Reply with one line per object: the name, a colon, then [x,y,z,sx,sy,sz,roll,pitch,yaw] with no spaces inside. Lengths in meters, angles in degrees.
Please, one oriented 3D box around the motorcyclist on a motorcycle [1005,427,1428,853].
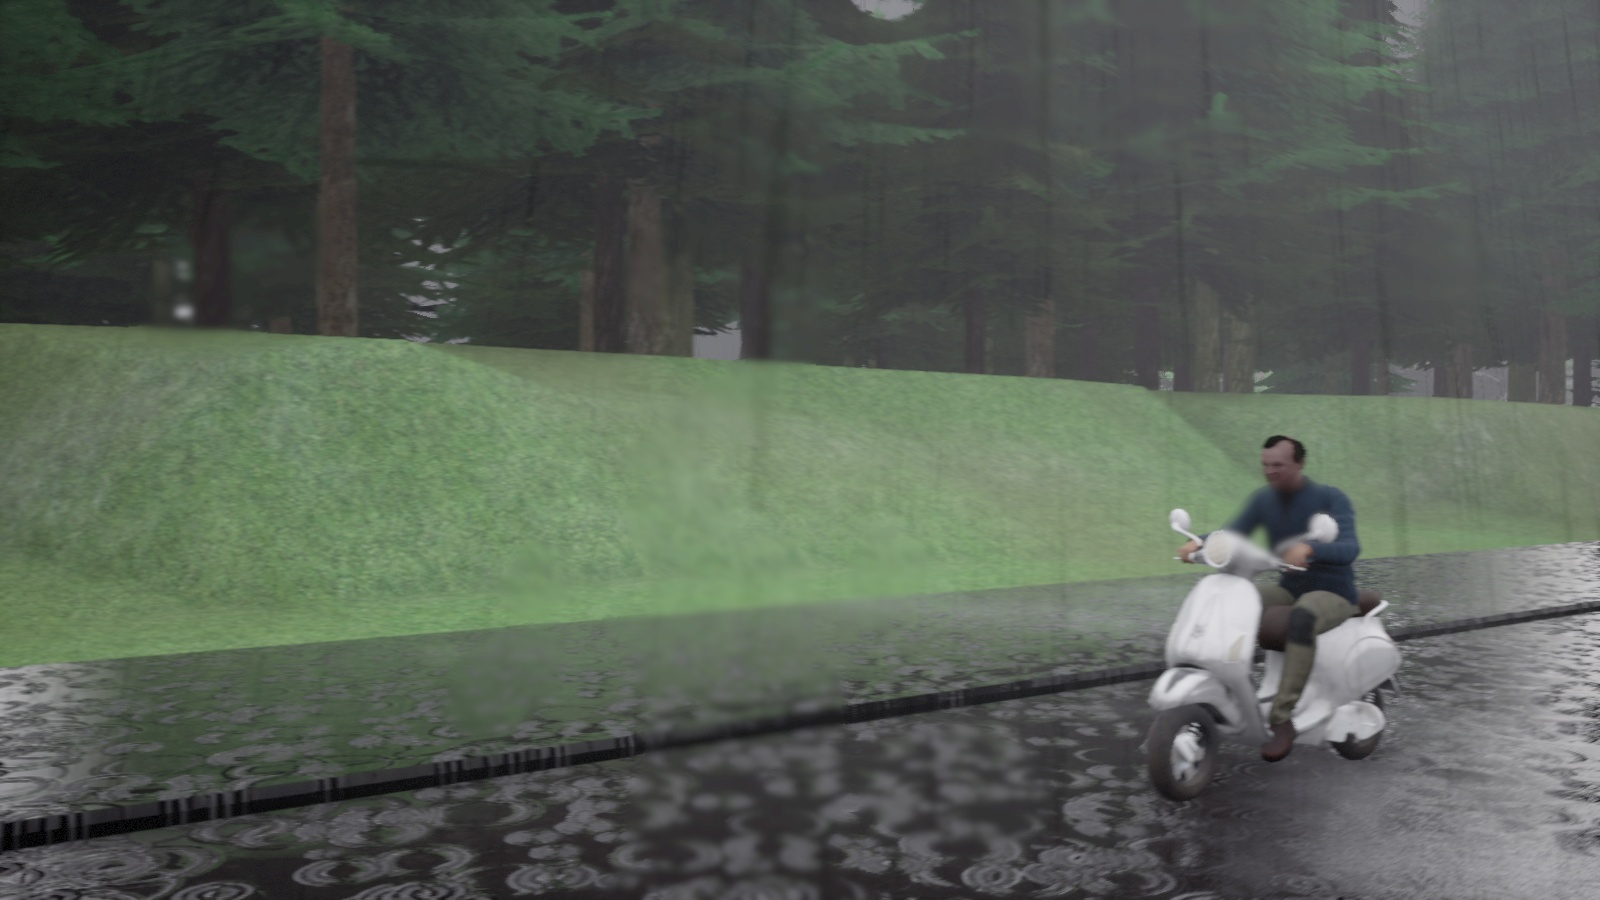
motorcyclist on a motorcycle: [1.875,0.714,5.573,1.817,1.590,0.866,0,0,-35]
